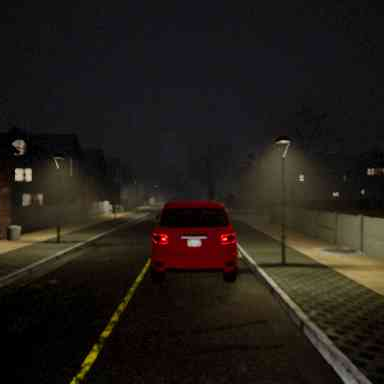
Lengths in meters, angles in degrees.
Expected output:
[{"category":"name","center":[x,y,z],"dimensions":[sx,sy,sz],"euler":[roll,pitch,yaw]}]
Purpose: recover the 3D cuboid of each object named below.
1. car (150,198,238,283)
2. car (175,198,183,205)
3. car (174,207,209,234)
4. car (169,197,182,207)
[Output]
[{"category":"car","center":[0.047,1.300,10.108],"dimensions":[2.150,2.045,5.566],"euler":[0,-1,0]},{"category":"car","center":[-3.087,2.194,78.300],"dimensions":[1.812,1.442,4.674],"euler":[0,-1,0]},{"category":"car","center":[-0.014,1.744,21.364],"dimensions":[1.994,1.385,4.181],"euler":[0,0,0]},{"category":"car","center":[-3.059,1.884,62.574],"dimensions":[2.097,1.767,4.553],"euler":[0,0,0]}]
